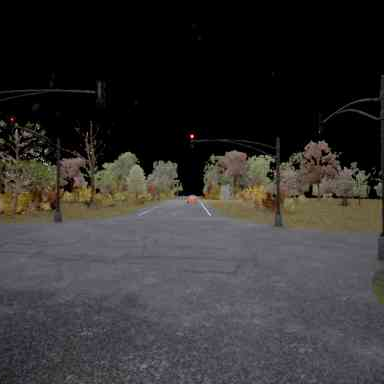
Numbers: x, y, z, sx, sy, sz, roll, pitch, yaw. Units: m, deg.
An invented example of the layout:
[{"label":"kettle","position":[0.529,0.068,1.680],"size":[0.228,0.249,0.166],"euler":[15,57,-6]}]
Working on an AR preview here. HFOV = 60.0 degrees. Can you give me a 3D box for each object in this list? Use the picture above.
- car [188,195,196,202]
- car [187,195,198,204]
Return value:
[{"label":"car","position":[0.107,1.450,77.956],"size":[1.812,1.442,4.674],"euler":[0,0,0]},{"label":"car","position":[0.094,1.424,67.921],"size":[2.097,1.767,4.553],"euler":[0,0,0]}]
